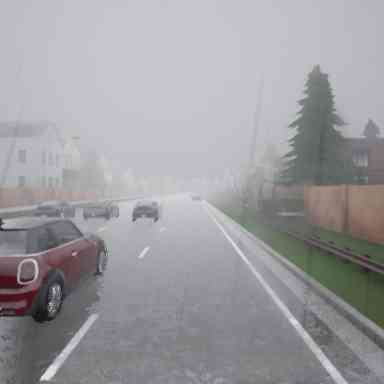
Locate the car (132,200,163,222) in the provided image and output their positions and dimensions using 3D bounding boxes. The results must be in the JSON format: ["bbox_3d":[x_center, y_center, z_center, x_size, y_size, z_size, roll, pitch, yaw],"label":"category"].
[{"bbox_3d":[-3.398,1.410,25.730,1.837,1.490,4.892,0,0,0],"label":"car"}]

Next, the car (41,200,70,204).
[{"bbox_3d":[-10.398,1.409,25.735,1.837,1.490,4.892,0,0,0],"label":"car"}]

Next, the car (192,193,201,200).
[{"bbox_3d":[1.054,1.050,82.169,2.097,1.767,4.553,0,0,0],"label":"car"}]

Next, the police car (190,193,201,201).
[{"bbox_3d":[1.055,1.160,72.309,1.930,1.638,5.238,0,0,0],"label":"police car"}]

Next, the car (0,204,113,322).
[{"bbox_3d":[-3.400,1.324,7.354,2.097,1.767,4.553,0,0,0],"label":"car"}]

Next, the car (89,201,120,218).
[{"bbox_3d":[-6.898,1.397,25.654,2.128,1.511,4.902,0,0,0],"label":"car"}]
